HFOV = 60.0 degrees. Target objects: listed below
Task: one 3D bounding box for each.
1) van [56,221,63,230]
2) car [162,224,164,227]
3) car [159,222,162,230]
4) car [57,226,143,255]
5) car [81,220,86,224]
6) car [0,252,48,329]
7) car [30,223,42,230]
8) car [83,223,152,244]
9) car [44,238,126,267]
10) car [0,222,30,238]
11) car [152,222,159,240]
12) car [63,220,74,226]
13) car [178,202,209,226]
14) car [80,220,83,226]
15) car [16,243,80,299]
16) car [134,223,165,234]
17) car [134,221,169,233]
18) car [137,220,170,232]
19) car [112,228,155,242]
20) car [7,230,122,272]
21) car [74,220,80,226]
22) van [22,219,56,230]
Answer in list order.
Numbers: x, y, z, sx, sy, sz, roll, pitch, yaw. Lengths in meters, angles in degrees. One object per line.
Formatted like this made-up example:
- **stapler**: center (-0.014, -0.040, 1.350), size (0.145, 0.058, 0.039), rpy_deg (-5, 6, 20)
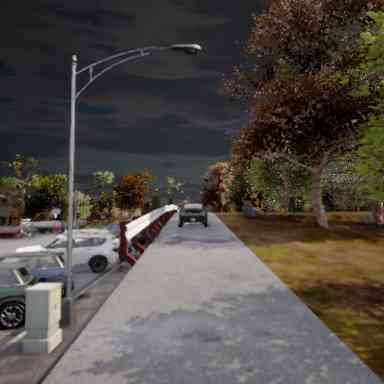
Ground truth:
- **van**: center (-24.067, 5.885, 54.890), size (4.442, 1.987, 1.878), rpy_deg (1, -4, -20)
- **car**: center (-6.972, 5.681, 48.668), size (4.892, 1.521, 2.231), rpy_deg (2, -4, -20)
- **car**: center (-7.001, 5.347, 45.663), size (4.553, 1.767, 2.185), rpy_deg (2, -4, -20)
- **car**: center (-6.830, 3.775, 24.576), size (5.566, 2.045, 2.435), rpy_deg (2, -4, -20)
- **car**: center (-24.038, 6.667, 66.725), size (5.566, 2.045, 2.435), rpy_deg (1, -4, -20)
- **car**: center (-6.757, 2.866, 9.490), size (4.553, 1.767, 2.185), rpy_deg (2, -4, -20)
- **car**: center (-23.913, 5.507, 46.069), size (4.892, 1.521, 2.231), rpy_deg (1, -4, -20)
- **car**: center (-6.921, 4.187, 30.590), size (5.566, 2.045, 2.435), rpy_deg (2, -4, -20)
- **car**: center (-6.877, 3.846, 21.520), size (4.792, 1.488, 2.163), rpy_deg (2, -4, -20)
- **car**: center (-23.930, 5.178, 43.110), size (4.553, 1.767, 2.185), rpy_deg (1, -4, -20)
- **car**: center (-6.891, 4.603, 36.639), size (5.566, 2.045, 2.435), rpy_deg (2, -4, -20)
- **car**: center (-23.951, 6.063, 57.903), size (5.566, 2.045, 2.435), rpy_deg (1, -4, -20)
- **car**: center (0.081, 1.468, 22.944), size (1.837, 1.490, 4.892), rpy_deg (0, 0, 0)
- **car**: center (-23.982, 6.747, 63.796), size (4.792, 1.488, 2.163), rpy_deg (1, -4, -20)
- **car**: center (-6.778, 3.073, 12.510), size (4.553, 1.767, 2.185), rpy_deg (2, -4, -20)
- **car**: center (-6.974, 5.967, 54.713), size (4.553, 1.767, 2.185), rpy_deg (2, -4, -20)
- **car**: center (-7.041, 6.046, 57.713), size (5.566, 2.045, 2.435), rpy_deg (2, -4, -20)
- **car**: center (-7.014, 6.255, 60.766), size (5.566, 2.045, 2.435), rpy_deg (2, -4, -20)
- **car**: center (-6.967, 5.088, 39.614), size (4.792, 1.488, 2.163), rpy_deg (2, -4, -20)
- **car**: center (-6.856, 3.359, 18.523), size (5.566, 2.045, 2.435), rpy_deg (2, -4, -20)
- **car**: center (-23.964, 6.265, 60.855), size (5.566, 2.045, 2.435), rpy_deg (1, -4, -20)
- **van**: center (-24.054, 5.683, 51.938), size (4.442, 1.987, 1.878), rpy_deg (1, -4, -20)
